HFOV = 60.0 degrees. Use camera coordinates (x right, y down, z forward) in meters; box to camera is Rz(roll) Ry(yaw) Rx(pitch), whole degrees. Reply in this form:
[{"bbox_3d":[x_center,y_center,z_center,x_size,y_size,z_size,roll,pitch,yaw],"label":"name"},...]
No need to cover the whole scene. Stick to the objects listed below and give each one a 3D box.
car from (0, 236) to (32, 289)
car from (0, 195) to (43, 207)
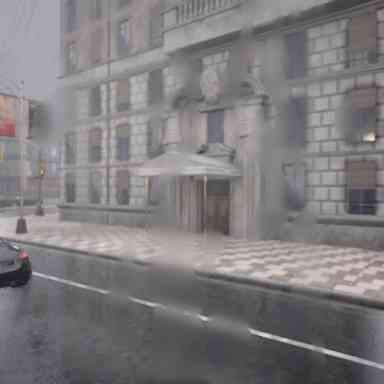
[{"bbox_3d":[-5.666,1.507,7.887,4.181,1.385,1.994,0,0,35],"label":"car"},{"bbox_3d":[-22.185,1.205,43.666,1.882,1.535,5.008,0,0,35],"label":"car"}]
